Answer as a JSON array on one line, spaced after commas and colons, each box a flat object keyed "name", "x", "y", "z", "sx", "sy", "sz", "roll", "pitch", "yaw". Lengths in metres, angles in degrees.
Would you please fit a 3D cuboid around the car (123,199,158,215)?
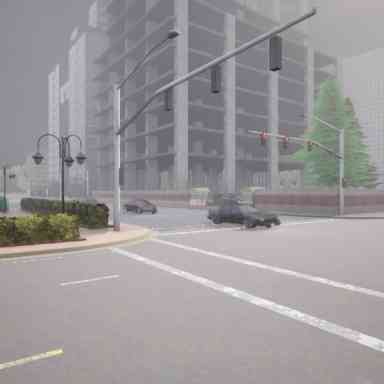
[{"name": "car", "x": -5.209, "y": 1.450, "z": 33.176, "sx": 1.837, "sy": 1.490, "sz": 4.892, "roll": 0, "pitch": 0, "yaw": -36}]

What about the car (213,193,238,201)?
[{"name": "car", "x": 4.993, "y": 1.114, "z": 53.464, "sx": 1.905, "sy": 1.878, "sz": 3.866, "roll": 0, "pitch": 0, "yaw": -36}]

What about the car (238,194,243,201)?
[{"name": "car", "x": 7.382, "y": 1.114, "z": 55.179, "sx": 1.905, "sy": 1.878, "sz": 3.866, "roll": 0, "pitch": 0, "yaw": -36}]

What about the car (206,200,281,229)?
[{"name": "car", "x": 3.164, "y": 1.509, "z": 21.660, "sx": 2.033, "sy": 1.411, "sz": 5.357, "roll": 0, "pitch": 1, "yaw": -36}]

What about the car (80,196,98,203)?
[{"name": "car", "x": -20.676, "y": 1.545, "z": 66.696, "sx": 1.895, "sy": 1.301, "sz": 4.718, "roll": 0, "pitch": 0, "yaw": -36}]

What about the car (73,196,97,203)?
[{"name": "car", "x": -15.438, "y": 1.437, "z": 47.273, "sx": 2.128, "sy": 1.511, "sz": 4.902, "roll": 0, "pitch": 0, "yaw": -36}]
